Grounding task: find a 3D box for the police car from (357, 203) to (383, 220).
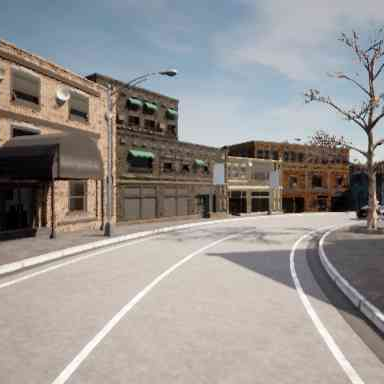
[{"bbox_3d":[18.551,1.958,33.257,5.238,1.638,1.930,1,0,-35],"label":"police car"}]
